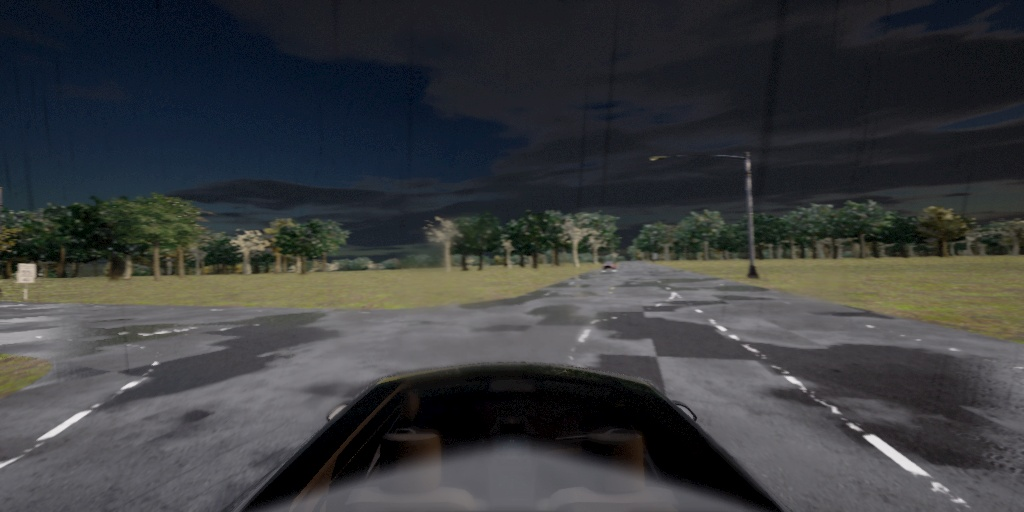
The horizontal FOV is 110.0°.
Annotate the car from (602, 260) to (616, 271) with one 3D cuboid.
[{"bbox_3d":[16.708,1.565,61.610,2.097,1.767,4.553,-2,-1,20],"label":"car"}]
